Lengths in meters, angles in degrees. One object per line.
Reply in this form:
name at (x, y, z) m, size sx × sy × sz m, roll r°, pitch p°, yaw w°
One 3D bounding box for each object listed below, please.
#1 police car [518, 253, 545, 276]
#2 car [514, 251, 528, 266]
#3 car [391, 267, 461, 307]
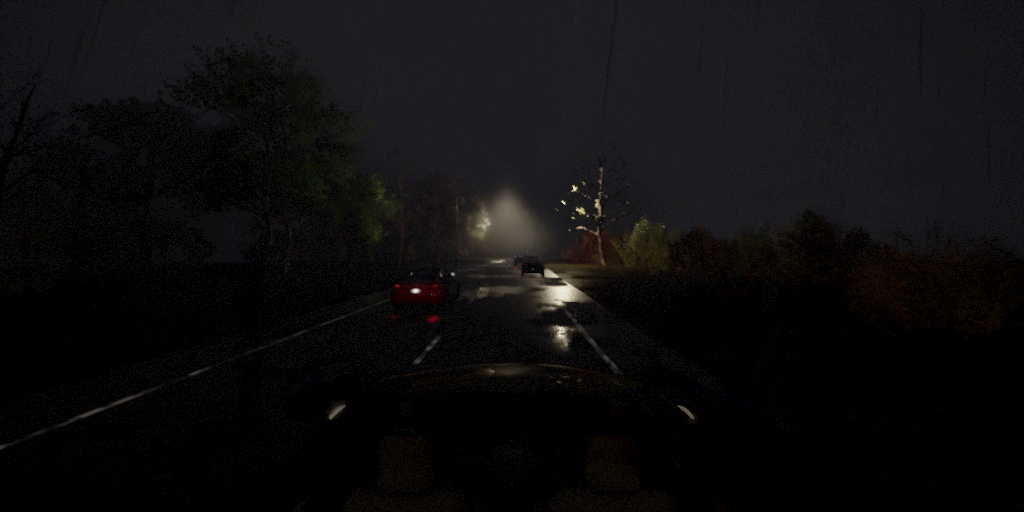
police car at (1.719, 0.791, 30.461) m, size 1.930 × 1.638 × 5.238 m, roll 0°, pitch 1°, yaw 2°
car at (1.435, 0.303, 51.523) m, size 2.150 × 2.045 × 5.566 m, roll 0°, pitch 0°, yaw 4°
car at (-3.277, 1.144, 14.313) m, size 1.994 × 1.385 × 4.181 m, roll 0°, pitch 1°, yaw 1°
